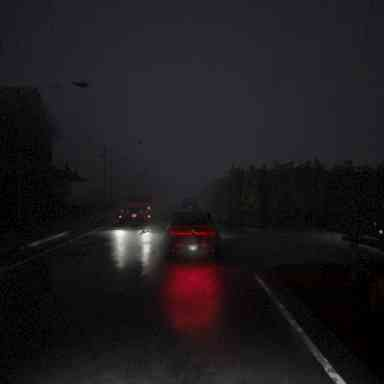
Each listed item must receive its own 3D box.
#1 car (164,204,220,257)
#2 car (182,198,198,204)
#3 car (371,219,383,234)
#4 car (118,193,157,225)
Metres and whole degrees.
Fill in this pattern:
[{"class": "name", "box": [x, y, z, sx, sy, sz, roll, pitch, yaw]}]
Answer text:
[{"class": "car", "box": [0.009, 1.441, 12.677, 1.837, 1.490, 4.892, 0, 1, 0]}, {"class": "car", "box": [-0.230, 1.388, 41.683, 1.895, 1.301, 4.718, 0, 0, 0]}, {"class": "car", "box": [11.430, 1.466, 15.481, 5.357, 1.411, 2.033, 0, 0, 0]}, {"class": "car", "box": [-3.710, 1.103, 23.525, 2.150, 2.045, 5.566, 0, 0, -2]}]
